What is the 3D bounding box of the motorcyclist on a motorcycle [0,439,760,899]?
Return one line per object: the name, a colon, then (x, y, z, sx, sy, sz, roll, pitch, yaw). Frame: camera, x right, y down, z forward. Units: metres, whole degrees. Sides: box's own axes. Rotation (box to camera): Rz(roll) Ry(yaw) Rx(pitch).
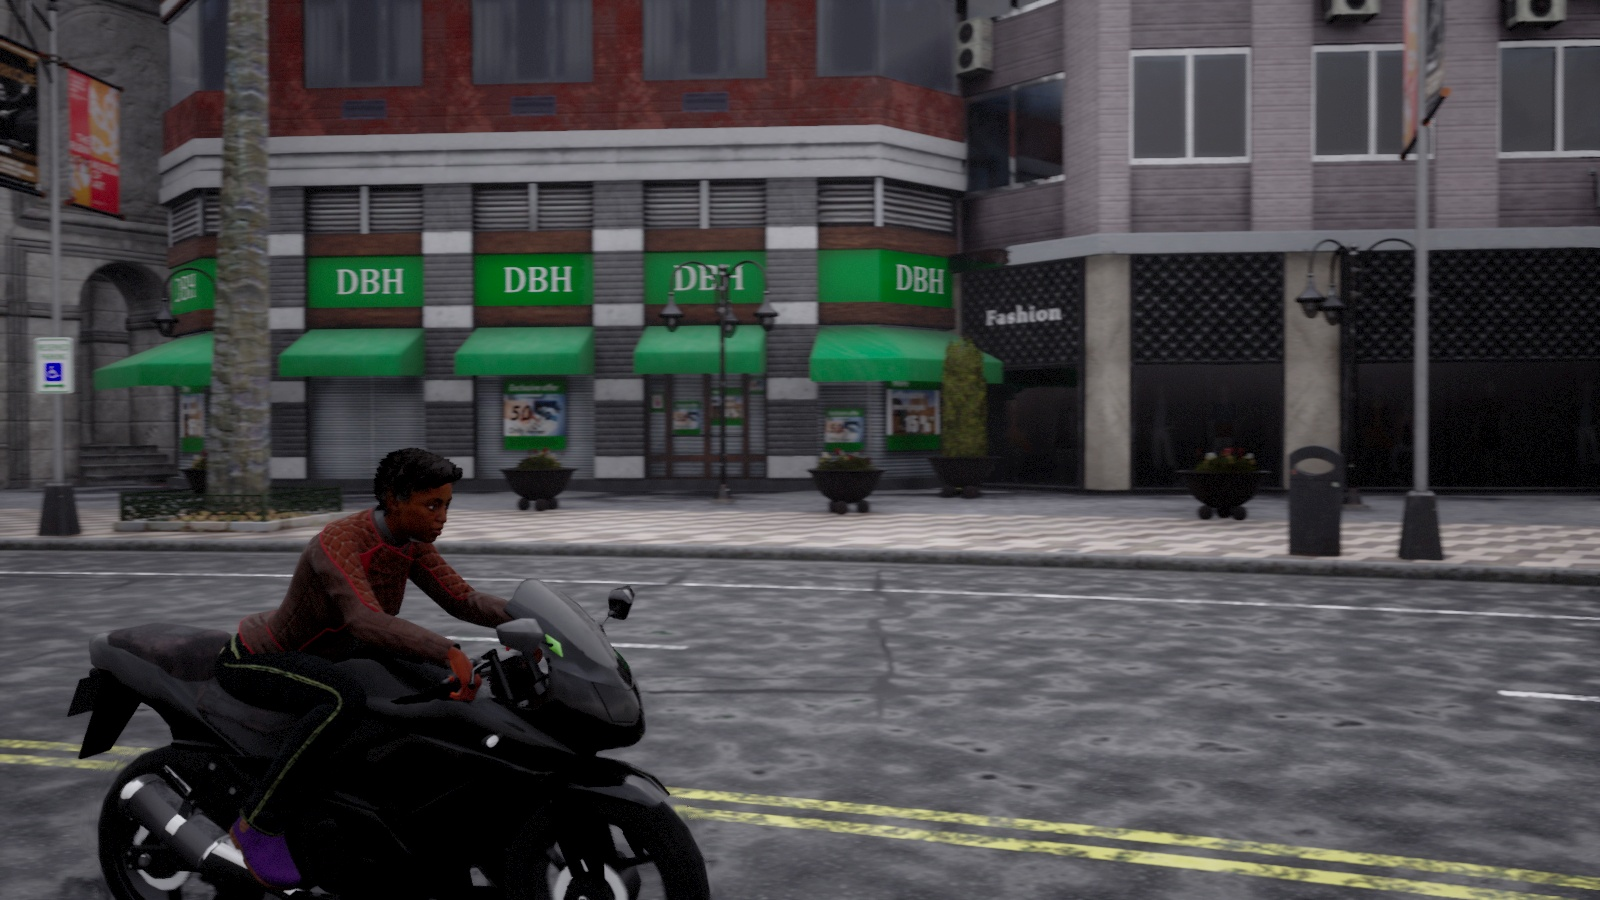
motorcyclist on a motorcycle: (-1.211, 0.742, 3.619, 2.044, 1.523, 0.797, 0, 1, 16)
